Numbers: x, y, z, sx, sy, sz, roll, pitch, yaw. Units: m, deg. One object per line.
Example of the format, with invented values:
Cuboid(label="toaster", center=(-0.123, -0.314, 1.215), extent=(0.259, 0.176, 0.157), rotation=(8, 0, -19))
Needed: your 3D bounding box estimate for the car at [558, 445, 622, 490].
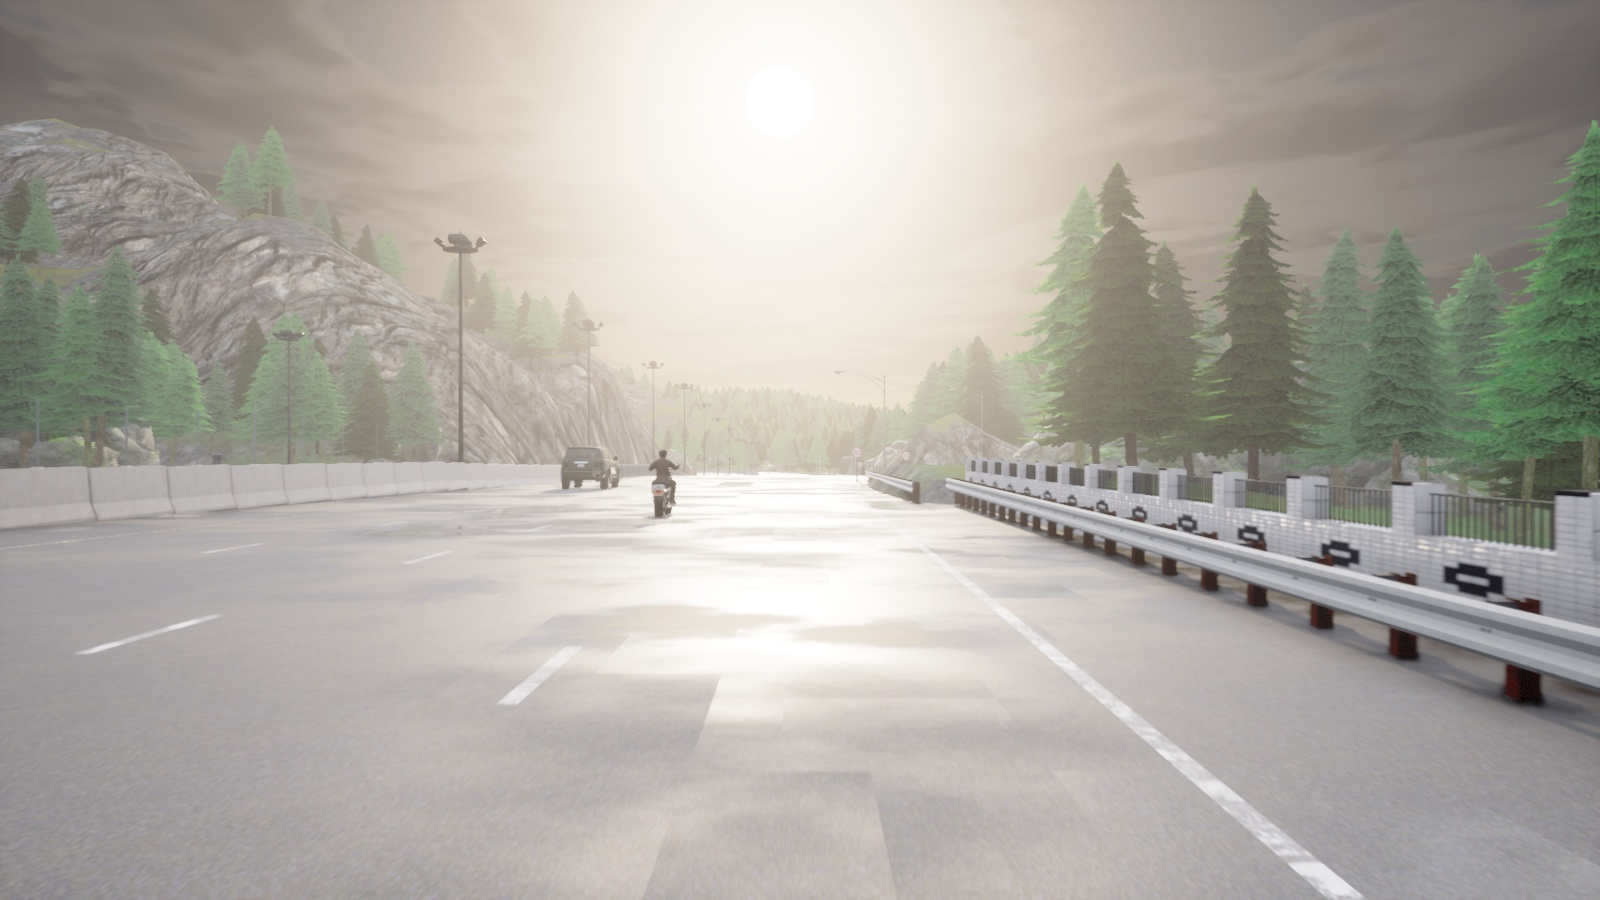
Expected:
Cuboid(label="car", center=(-10.142, 0.836, 60.996), extent=(2.150, 2.045, 5.566), rotation=(0, -1, 0))

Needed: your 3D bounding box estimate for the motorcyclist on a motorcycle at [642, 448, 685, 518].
Cuboid(label="motorcyclist on a motorcycle", center=(-3.311, 0.791, 30.659), extent=(0.766, 1.649, 2.350), rotation=(0, -1, 0))
